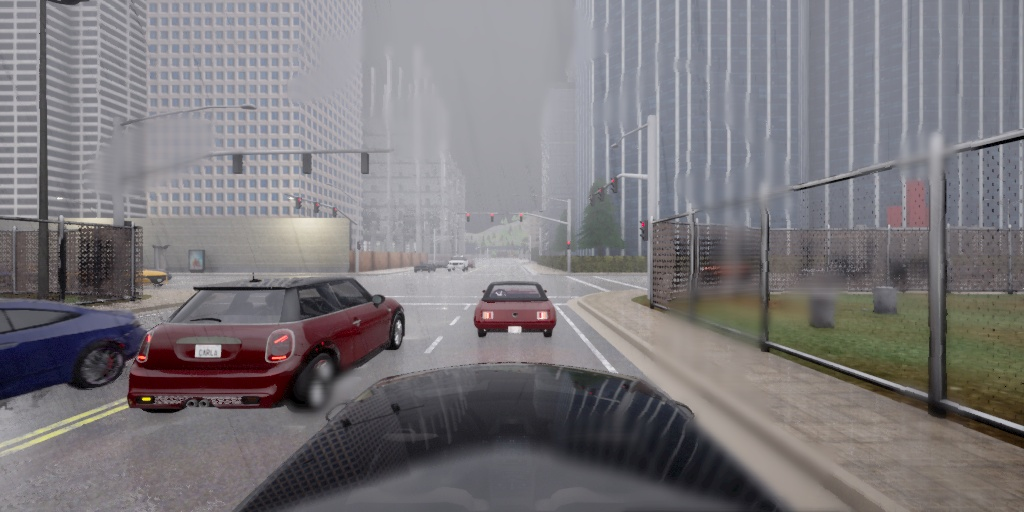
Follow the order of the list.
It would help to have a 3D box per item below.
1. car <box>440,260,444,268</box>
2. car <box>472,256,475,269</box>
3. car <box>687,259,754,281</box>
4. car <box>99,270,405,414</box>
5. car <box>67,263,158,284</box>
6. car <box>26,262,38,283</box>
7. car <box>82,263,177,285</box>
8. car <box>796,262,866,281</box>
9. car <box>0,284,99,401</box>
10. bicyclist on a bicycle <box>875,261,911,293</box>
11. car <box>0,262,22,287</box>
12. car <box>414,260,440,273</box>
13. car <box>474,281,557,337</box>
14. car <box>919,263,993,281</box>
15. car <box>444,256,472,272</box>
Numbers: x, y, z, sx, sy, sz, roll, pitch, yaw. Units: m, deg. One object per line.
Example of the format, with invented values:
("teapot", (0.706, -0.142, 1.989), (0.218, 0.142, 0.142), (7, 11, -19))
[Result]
("car", (-10.606, 1.297, 54.319), (2.033, 1.411, 5.357), (0, 0, 0))
("car", (-7.097, 1.228, 57.733), (1.882, 1.535, 5.008), (0, 0, 0))
("car", (16.588, 1.047, 28.723), (4.553, 1.767, 2.097), (0, 0, 0))
("car", (-3.443, 1.102, 6.207), (2.097, 1.767, 4.553), (0, 0, 0))
("car", (-23.730, 1.172, 21.601), (5.008, 1.535, 1.882), (0, 0, 0))
("car", (-36.265, 1.242, 25.127), (5.357, 1.411, 2.033), (0, 0, 0))
("car", (-26.675, 1.220, 25.107), (4.674, 1.442, 1.812), (0, 0, 0))
("car", (25.475, 1.220, 28.697), (4.674, 1.442, 1.812), (0, 0, 0))
("car", (-7.101, 1.276, 4.145), (1.812, 1.442, 4.674), (0, 0, 0))
("bicyclist on a bicycle", (18.801, 0.995, 17.737), (0.582, 1.620, 1.656), (0, 0, 0))
("car", (-33.307, 1.172, 21.620), (5.008, 1.535, 1.882), (0, 0, 0))
("car", (-10.610, 1.351, 44.029), (1.895, 1.301, 4.718), (0, 0, 0))
("car", (0.077, 1.351, 10.212), (1.895, 1.301, 4.718), (0, 0, 0))
("car", (35.428, 1.258, 28.668), (4.181, 1.385, 1.994), (0, 0, 1))
("car", (-7.112, 0.971, 47.696), (2.150, 2.045, 5.566), (0, 0, 0))
